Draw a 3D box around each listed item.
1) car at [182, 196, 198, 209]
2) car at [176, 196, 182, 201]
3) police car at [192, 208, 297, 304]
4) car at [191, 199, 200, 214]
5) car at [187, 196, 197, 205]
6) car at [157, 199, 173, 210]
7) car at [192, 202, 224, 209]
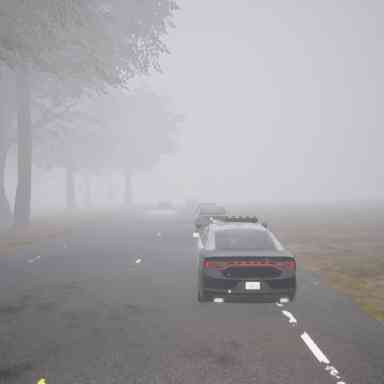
[{"bbox_3d":[0.053,1.579,45.925,2.033,1.411,5.357,0,0,0],"label":"car"},{"bbox_3d":[-3.446,1.901,94.093,1.895,1.301,4.718,0,0,0],"label":"car"},{"bbox_3d":[1.057,1.423,8.364,1.930,1.638,5.238,0,0,0],"label":"police car"},{"bbox_3d":[1.065,1.508,24.258,1.837,1.490,4.892,0,0,0],"label":"car"},{"bbox_3d":[0.037,1.576,63.656,1.882,1.535,5.008,0,0,0],"label":"car"},{"bbox_3d":[-3.573,1.627,43.974,1.895,1.301,4.718,0,0,0],"label":"car"},{"bbox_3d":[1.062,1.505,18.256,1.837,1.490,4.892,0,0,0],"label":"car"}]
